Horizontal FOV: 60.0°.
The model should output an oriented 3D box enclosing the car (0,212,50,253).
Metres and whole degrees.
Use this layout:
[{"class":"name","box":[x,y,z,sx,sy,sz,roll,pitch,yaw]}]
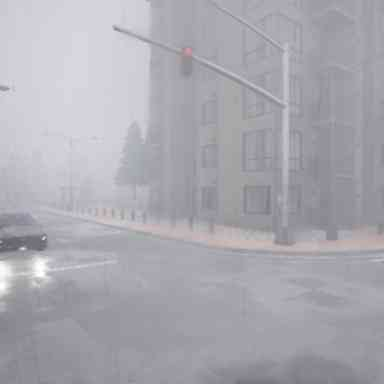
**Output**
[{"class":"car","box":[-7.294,1.529,13.413,2.033,1.411,5.357,0,0,-36]}]
